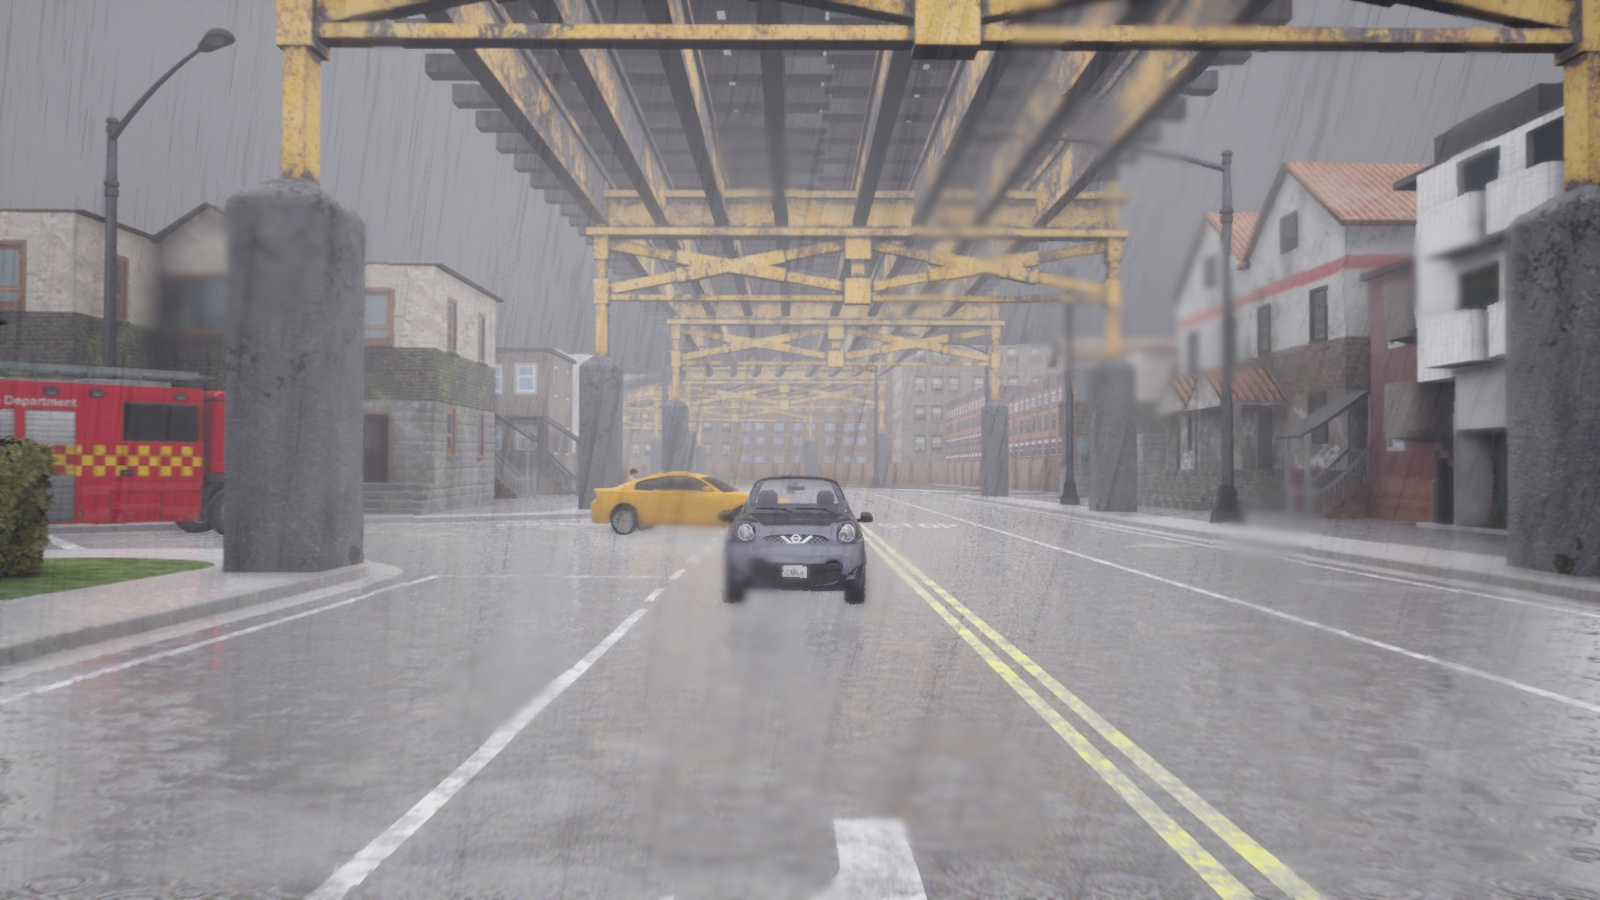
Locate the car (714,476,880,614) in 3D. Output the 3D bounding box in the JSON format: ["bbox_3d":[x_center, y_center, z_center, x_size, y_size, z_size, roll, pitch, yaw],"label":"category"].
[{"bbox_3d":[-0.035,1.093,15.762,1.845,1.501,3.633,0,-1,0],"label":"car"}]

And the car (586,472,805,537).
[{"bbox_3d":[-2.540,1.318,30.815,5.008,1.535,1.882,-1,-2,13],"label":"car"}]

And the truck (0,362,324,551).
[{"bbox_3d":[-15.460,0.182,28.191,8.468,3.827,2.891,1,-2,-44],"label":"truck"}]
